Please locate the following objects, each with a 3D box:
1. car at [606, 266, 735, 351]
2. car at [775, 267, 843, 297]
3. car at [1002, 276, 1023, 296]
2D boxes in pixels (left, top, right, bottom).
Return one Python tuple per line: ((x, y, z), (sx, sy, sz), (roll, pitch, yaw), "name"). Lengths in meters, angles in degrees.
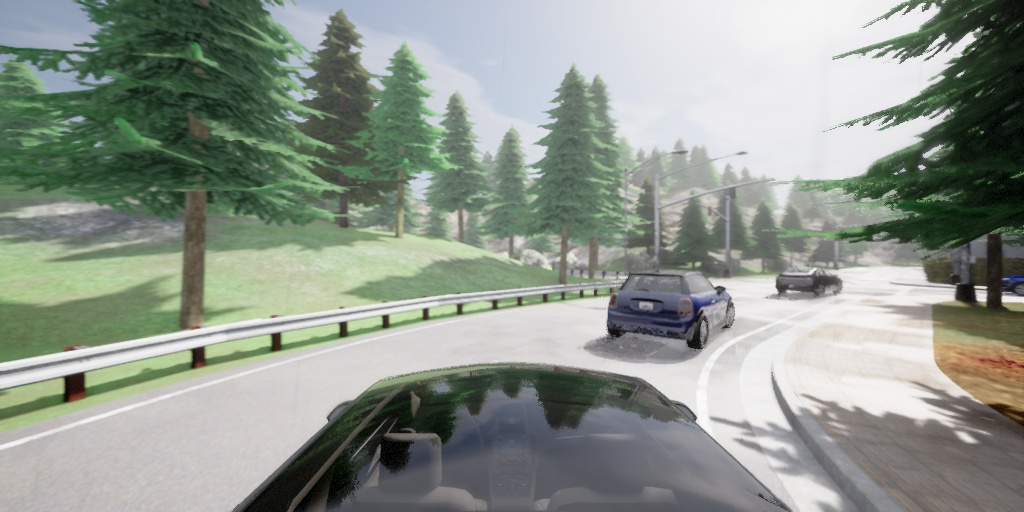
((4.356, 1.143, 9.547), (2.097, 1.767, 4.553), (0, 0, 41), "car")
((16.425, 1.375, 19.783), (4.902, 1.511, 2.128), (0, 0, -33), "car")
((29.848, 1.432, 19.067), (1.882, 1.535, 5.008), (0, 0, -41), "car")
